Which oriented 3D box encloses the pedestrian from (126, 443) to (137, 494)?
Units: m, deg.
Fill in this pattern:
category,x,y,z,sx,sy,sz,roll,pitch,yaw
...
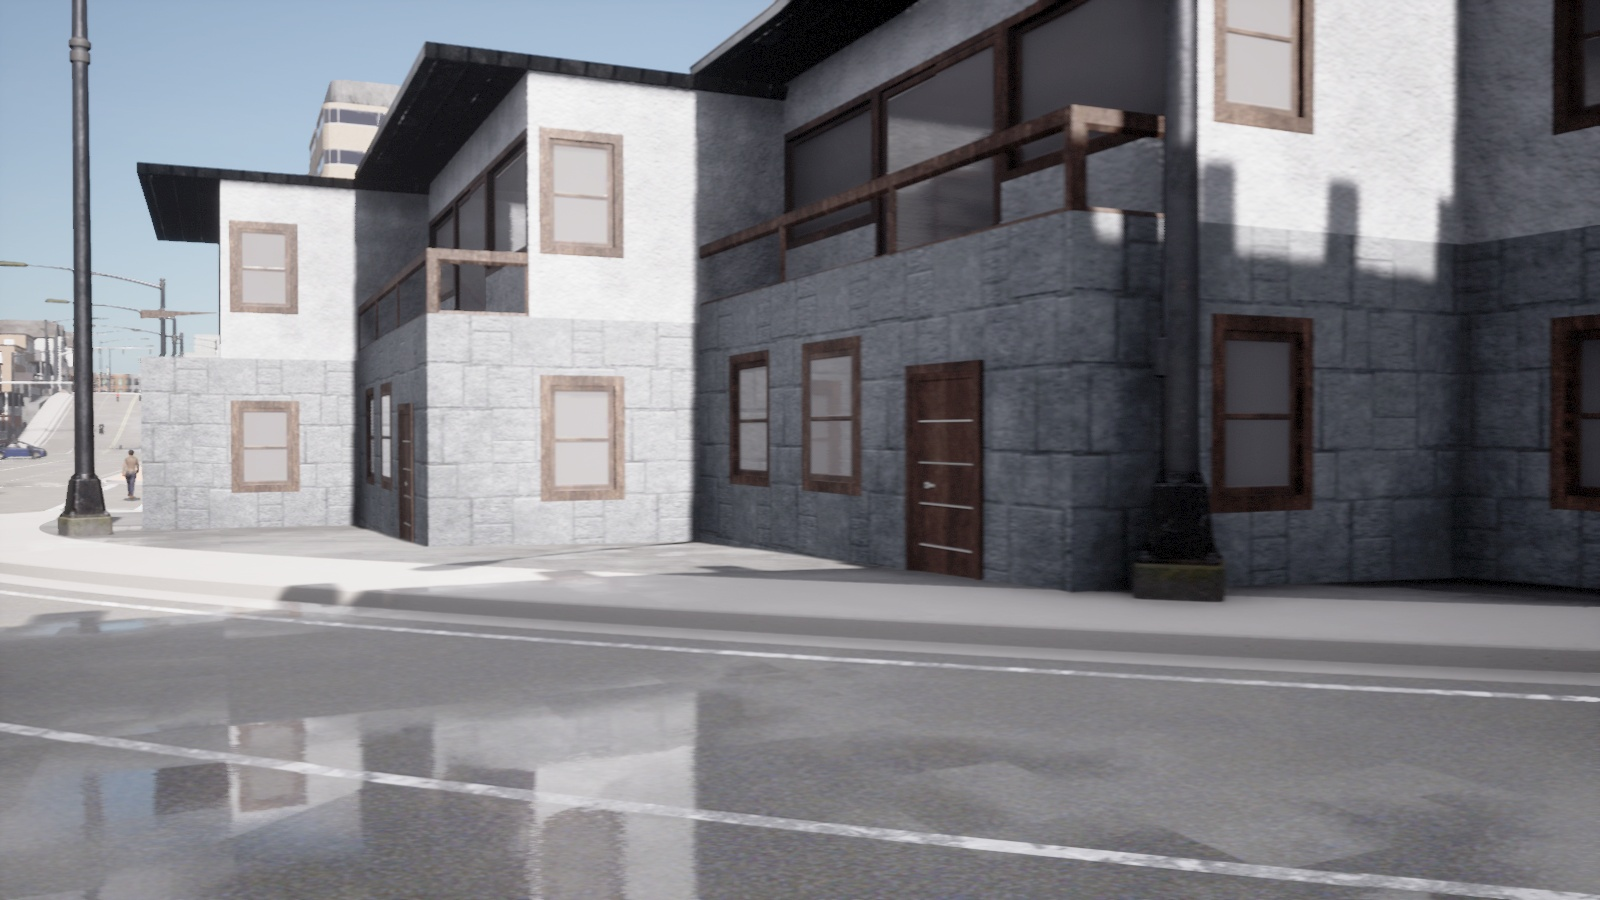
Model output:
category,x,y,z,sx,sy,sz,roll,pitch,yaw
pedestrian,-24.153,0.656,45.370,0.328,1.805,0.869,0,1,-28
